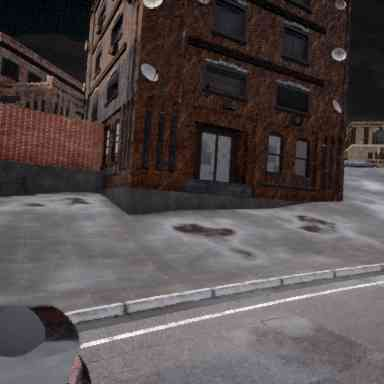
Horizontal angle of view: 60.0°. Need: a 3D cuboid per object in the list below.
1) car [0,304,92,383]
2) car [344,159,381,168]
[{"bbox_3d":[-2.987,1.484,1.590,4.902,1.511,2.128,0,0,-36],"label":"car"},{"bbox_3d":[21.205,-3.298,41.902,4.553,1.767,2.185,2,-3,15],"label":"car"}]
